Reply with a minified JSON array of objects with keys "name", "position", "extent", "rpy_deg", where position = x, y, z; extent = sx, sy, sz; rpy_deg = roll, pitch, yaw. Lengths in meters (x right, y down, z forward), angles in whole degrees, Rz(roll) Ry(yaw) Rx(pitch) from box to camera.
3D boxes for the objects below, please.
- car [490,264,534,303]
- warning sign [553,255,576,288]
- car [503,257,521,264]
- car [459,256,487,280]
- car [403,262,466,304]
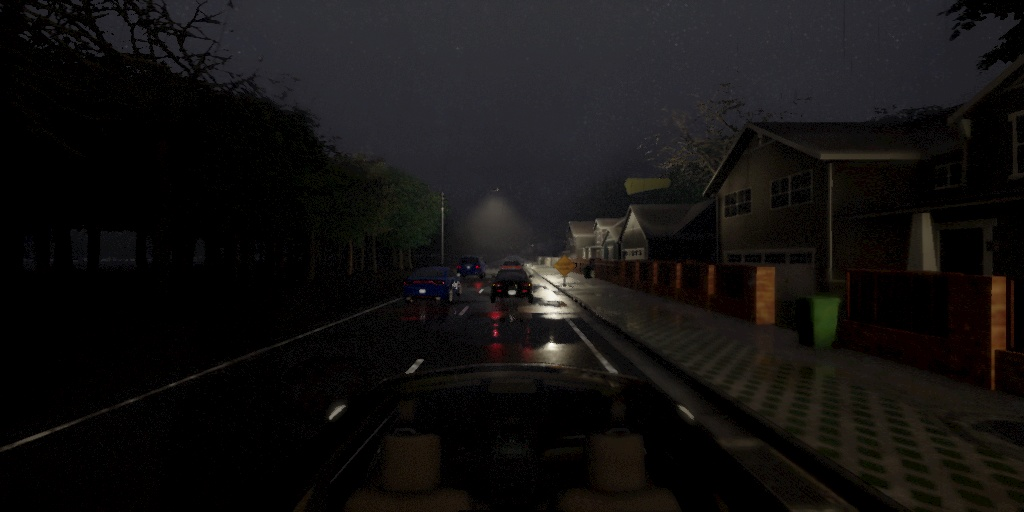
[{"name":"car","position":[0.000,1.284,16.500],"extent":[1.812,1.442,4.674],"rpy_deg":[0,0,0]},{"name":"warning sign","position":[3.050,0.866,20.841],"extent":[1.300,1.860,1.060],"rpy_deg":[0,0,0]},{"name":"car","position":[0.000,1.118,31.470],"extent":[2.097,1.767,4.553],"rpy_deg":[0,0,0]},{"name":"car","position":[-3.501,1.010,31.530],"extent":[2.150,2.045,5.566],"rpy_deg":[0,0,0]},{"name":"car","position":[-3.500,1.236,16.500],"extent":[1.882,1.535,5.008],"rpy_deg":[0,0,0]}]
